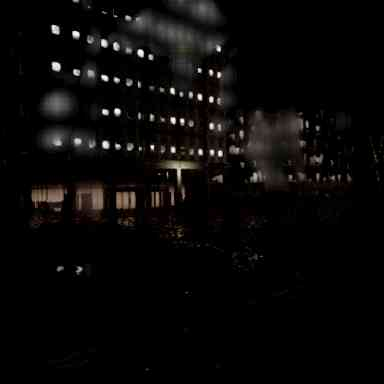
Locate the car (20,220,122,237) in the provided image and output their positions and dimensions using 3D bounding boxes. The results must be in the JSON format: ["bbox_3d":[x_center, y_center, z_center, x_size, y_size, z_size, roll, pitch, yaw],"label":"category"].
[{"bbox_3d":[-3.417,1.527,9.278,5.357,1.411,2.033,-1,0,-36],"label":"car"}]

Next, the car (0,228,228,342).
[{"bbox_3d":[-1.612,1.578,6.584,4.718,1.301,1.895,-1,0,-36],"label":"car"}]
